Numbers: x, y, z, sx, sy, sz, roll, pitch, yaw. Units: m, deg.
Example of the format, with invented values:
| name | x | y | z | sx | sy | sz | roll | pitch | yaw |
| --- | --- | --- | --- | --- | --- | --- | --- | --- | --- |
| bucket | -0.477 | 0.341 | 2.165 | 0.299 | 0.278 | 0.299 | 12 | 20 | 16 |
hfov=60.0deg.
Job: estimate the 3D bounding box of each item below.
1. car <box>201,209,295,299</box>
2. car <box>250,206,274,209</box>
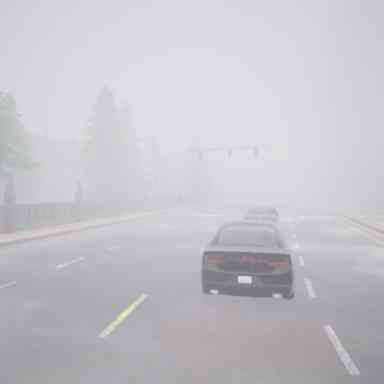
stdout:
| name | x | y | z | sx | sy | sz | roll | pitch | yaw |
| --- | --- | --- | --- | --- | --- | --- | --- | --- | --- |
| car | 1.478 | 1.440 | 8.503 | 1.882 | 1.535 | 5.008 | 0 | 0 | 12 |
| car | 3.845 | 1.464 | 18.308 | 2.033 | 1.411 | 5.357 | 0 | 0 | 15 |
